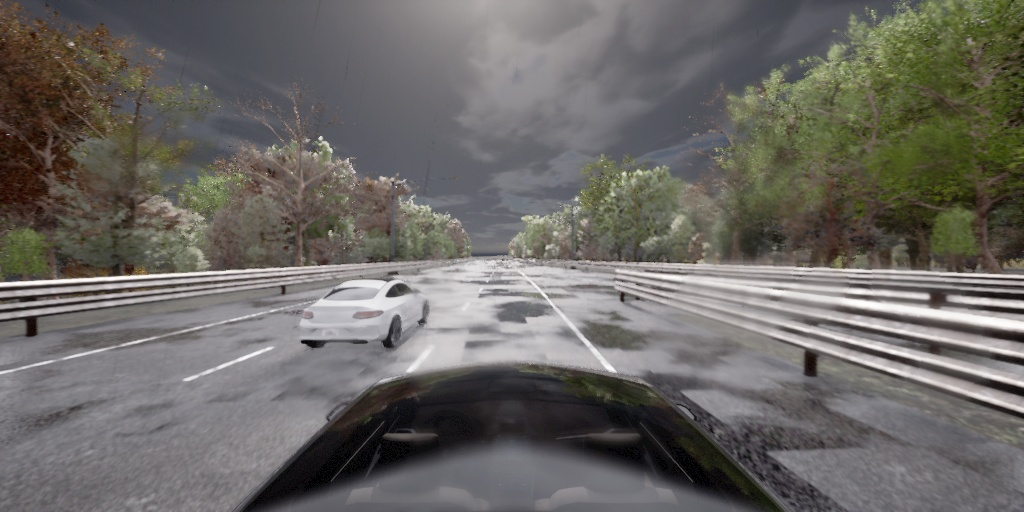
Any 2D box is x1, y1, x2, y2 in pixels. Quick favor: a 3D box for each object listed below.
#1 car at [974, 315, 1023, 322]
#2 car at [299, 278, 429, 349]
[{"bbox_3d":[13.331,1.348,7.583,2.033,1.411,5.357,0,0,-13],"label":"car"},{"bbox_3d":[-3.430,1.287,9.071,1.812,1.442,4.674,0,0,0],"label":"car"}]
